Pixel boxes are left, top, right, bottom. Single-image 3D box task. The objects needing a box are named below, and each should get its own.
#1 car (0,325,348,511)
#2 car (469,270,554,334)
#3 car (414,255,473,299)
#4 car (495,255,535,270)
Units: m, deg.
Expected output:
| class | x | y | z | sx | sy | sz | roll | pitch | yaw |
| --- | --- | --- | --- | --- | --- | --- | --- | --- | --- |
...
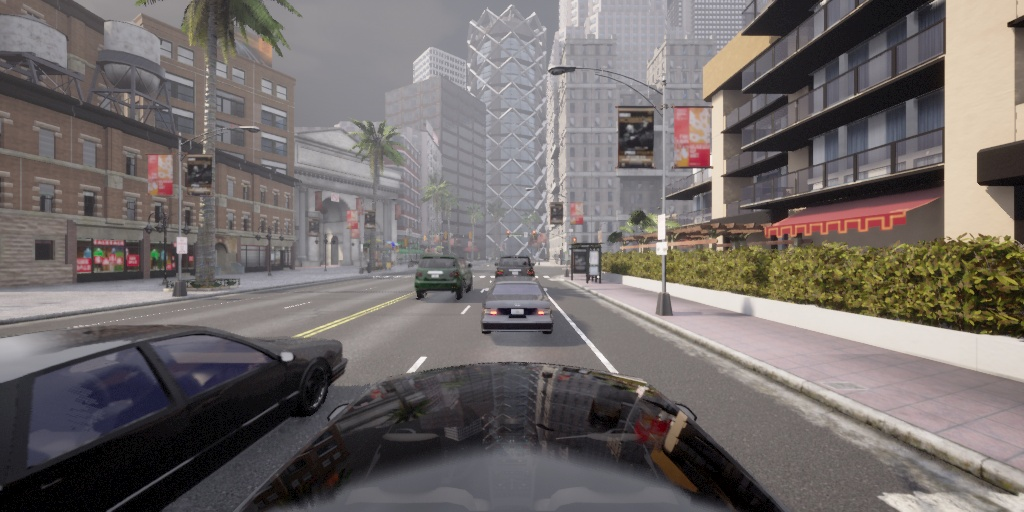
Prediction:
| class | x | y | z | sx | sy | sz | roll | pitch | yaw |
| --- | --- | --- | --- | --- | --- | --- | --- | --- | --- |
| car | -3.358 | 1.298 | 2.854 | 2.033 | 1.411 | 5.357 | 0 | 0 | 0 |
| car | 0.129 | 1.297 | 10.568 | 2.033 | 1.411 | 5.357 | 0 | 0 | 0 |
| car | -3.341 | 0.971 | 18.329 | 2.150 | 2.045 | 5.566 | 0 | 0 | 0 |
| car | 0.166 | 0.971 | 20.820 | 2.150 | 2.045 | 5.566 | 0 | 0 | 0 |
